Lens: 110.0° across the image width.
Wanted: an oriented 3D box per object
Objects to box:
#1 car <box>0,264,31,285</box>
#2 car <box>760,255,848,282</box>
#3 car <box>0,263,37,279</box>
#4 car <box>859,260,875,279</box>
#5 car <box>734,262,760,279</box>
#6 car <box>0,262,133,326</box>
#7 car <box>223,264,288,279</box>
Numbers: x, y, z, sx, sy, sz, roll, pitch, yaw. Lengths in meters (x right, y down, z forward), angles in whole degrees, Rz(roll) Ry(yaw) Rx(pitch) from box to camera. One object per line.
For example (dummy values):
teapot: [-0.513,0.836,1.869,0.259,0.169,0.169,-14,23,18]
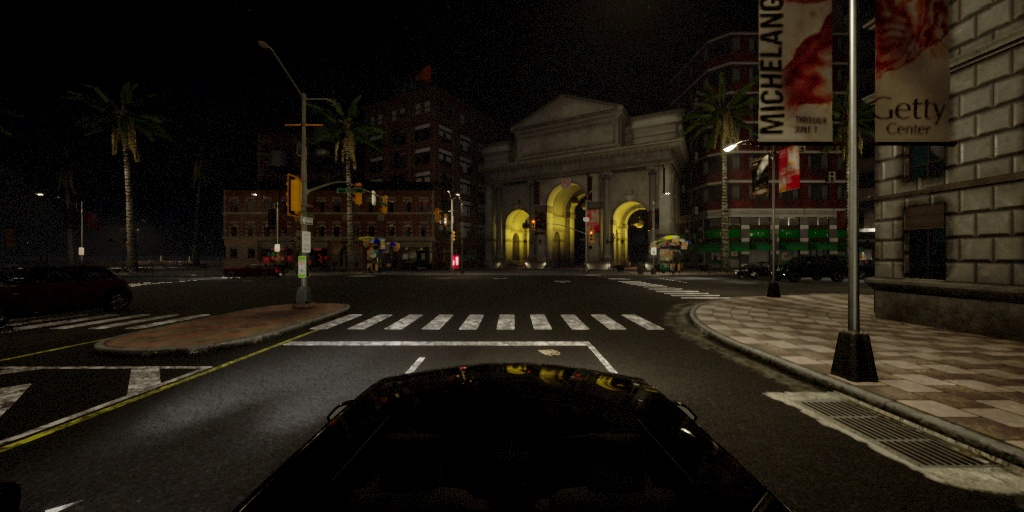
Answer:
car: [-37.487,1.298,24.955,5.357,1.411,2.033,0,0,0]
car: [23.285,0.971,28.257,5.566,2.045,2.150,0,0,0]
car: [-46.067,1.314,32.204,4.181,1.385,1.994,0,0,0]
car: [31.286,1.102,31.589,4.553,1.767,2.097,0,0,2]
car: [22.309,1.242,31.753,4.902,1.511,2.128,0,0,0]
car: [-15.036,1.102,11.157,2.097,1.767,4.553,0,0,2]
car: [-22.926,1.351,32.058,4.718,1.301,1.895,0,0,0]
